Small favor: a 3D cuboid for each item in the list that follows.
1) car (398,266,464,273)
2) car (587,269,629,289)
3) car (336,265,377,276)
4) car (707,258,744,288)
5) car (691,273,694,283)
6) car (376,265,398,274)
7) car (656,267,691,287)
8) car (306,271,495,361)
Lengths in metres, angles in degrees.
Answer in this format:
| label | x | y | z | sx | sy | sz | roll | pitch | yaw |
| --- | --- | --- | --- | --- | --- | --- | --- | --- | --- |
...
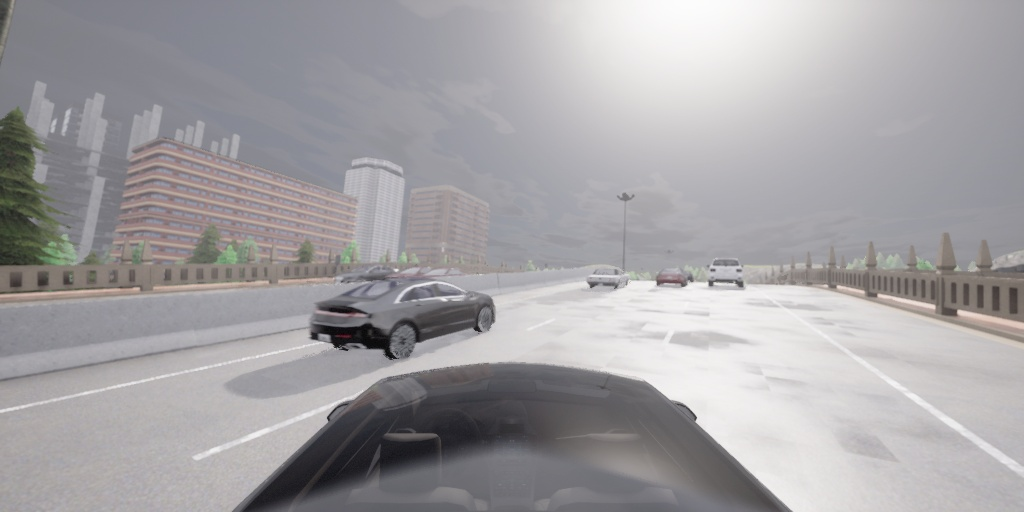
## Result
| label | x | y | z | sx | sy | sz | roll | pitch | yaw |
| --- | --- | --- | --- | --- | --- | --- | --- | --- | --- |
| car | -3.906 | 1.374 | 20.333 | 1.812 | 1.442 | 4.674 | 0 | -1 | 29 |
| car | 6.696 | 1.508 | 24.573 | 1.895 | 1.301 | 4.718 | 0 | 0 | 29 |
| car | -9.627 | 1.347 | 24.448 | 2.128 | 1.511 | 4.902 | 0 | 0 | 29 |
| car | 16.152 | 1.249 | 27.180 | 2.150 | 2.045 | 5.566 | 0 | -2 | 30 |
| car | 18.112 | 2.173 | 37.879 | 1.895 | 1.301 | 4.718 | 0 | -4 | 29 |
| car | -6.180 | 1.385 | 23.443 | 1.812 | 1.442 | 4.674 | 0 | -1 | 29 |
| car | 12.219 | 1.544 | 27.298 | 1.994 | 1.385 | 4.181 | 0 | -1 | 29 |
| car | -2.208 | 1.275 | 8.583 | 2.128 | 1.511 | 4.902 | 0 | 0 | 29 |
